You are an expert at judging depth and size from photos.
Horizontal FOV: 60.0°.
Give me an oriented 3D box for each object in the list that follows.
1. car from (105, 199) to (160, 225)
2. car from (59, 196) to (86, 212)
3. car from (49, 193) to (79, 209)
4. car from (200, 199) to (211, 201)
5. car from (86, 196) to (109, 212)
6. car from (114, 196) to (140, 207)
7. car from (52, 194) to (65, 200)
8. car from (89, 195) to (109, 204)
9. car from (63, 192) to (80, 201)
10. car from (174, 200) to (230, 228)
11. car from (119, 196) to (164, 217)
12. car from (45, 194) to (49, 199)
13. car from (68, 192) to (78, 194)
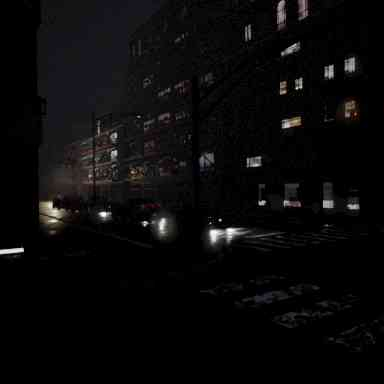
[{"bbox_3d":[-4.406,1.510,24.178,1.887,1.381,4.507,-1,1,-35],"label":"car"},{"bbox_3d":[-12.640,1.449,36.369,2.008,1.369,4.403,-1,1,-35],"label":"car"},{"bbox_3d":[-15.862,1.313,41.049,1.967,1.590,4.097,-1,1,-35],"label":"car"},{"bbox_3d":[0.788,1.360,31.821,1.887,1.381,4.507,-1,1,-35],"label":"car"},{"bbox_3d":[-9.906,1.426,36.971,1.994,1.385,4.181,-1,1,-35],"label":"car"},{"bbox_3d":[-9.058,1.267,45.942,1.752,1.417,4.829,-1,1,-35],"label":"car"},{"bbox_3d":[-31.514,1.125,78.568,2.008,1.369,4.403,-1,1,-35],"label":"car"},{"bbox_3d":[-15.501,1.217,55.303,1.752,1.417,4.829,-1,1,-35],"label":"car"},{"bbox_3d":[-25.072,0.936,69.204,2.192,1.841,5.009,-1,1,-35],"label":"car"},{"bbox_3d":[0.585,1.508,21.720,1.994,1.385,4.181,-1,1,-34],"label":"car"},{"bbox_3d":[-4.310,1.258,28.825,2.097,1.767,4.553,-1,1,-35],"label":"car"},{"bbox_3d":[-34.832,1.076,83.389,1.752,1.417,4.829,-1,1,-35],"label":"car"},{"bbox_3d":[-19.807,1.210,56.810,2.128,1.511,4.902,-1,1,-35],"label":"car"}]
